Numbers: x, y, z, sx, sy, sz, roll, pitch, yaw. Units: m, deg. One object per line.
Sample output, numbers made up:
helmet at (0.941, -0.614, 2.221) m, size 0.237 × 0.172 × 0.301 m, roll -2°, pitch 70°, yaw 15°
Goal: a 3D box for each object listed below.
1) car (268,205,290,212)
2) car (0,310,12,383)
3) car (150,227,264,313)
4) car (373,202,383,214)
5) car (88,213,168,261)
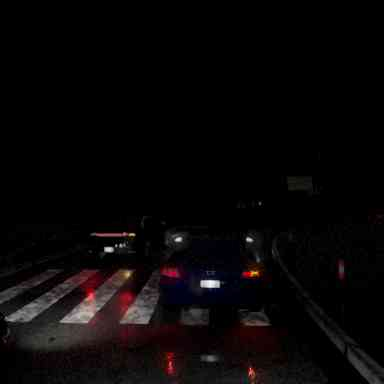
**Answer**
car at (19.081, 3.759, 73.234) m, size 4.553 × 1.767 × 2.097 m, roll -4°, pitch -6°, yaw 41°
car at (-3.070, 1.509, 1.975) m, size 1.837 × 1.490 × 4.892 m, roll 0°, pitch 0°, yaw 1°
car at (0.503, 1.562, 7.782) m, size 1.994 × 1.385 × 4.181 m, roll 0°, pitch 0°, yaw 5°
car at (24.778, 2.038, 43.238) m, size 2.128 × 1.511 × 4.902 m, roll -2°, pitch -3°, yaw 27°
car at (-2.142, 1.532, 12.466) m, size 2.128 × 1.511 × 4.902 m, roll -1°, pitch 0°, yaw 9°
